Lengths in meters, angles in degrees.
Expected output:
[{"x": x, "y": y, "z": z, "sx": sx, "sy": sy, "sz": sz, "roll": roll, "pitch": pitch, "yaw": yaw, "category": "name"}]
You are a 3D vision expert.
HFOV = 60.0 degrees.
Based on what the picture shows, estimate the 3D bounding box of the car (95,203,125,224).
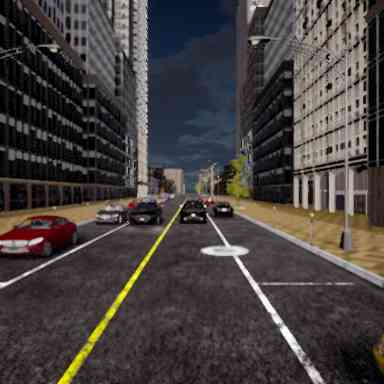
[{"x": -5.694, "y": 1.509, "z": 24.074, "sx": 2.008, "sy": 1.369, "sz": 4.403, "roll": 0, "pitch": 0, "yaw": 0, "category": "car"}]

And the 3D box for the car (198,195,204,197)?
[{"x": 0.090, "y": 1.426, "z": 42.281, "sx": 2.163, "sy": 1.488, "sz": 4.792, "roll": 0, "pitch": 0, "yaw": 0, "category": "car"}]

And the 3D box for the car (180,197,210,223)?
[{"x": 0.094, "y": 1.434, "z": 25.285, "sx": 1.882, "sy": 1.535, "sz": 5.008, "roll": 0, "pitch": 0, "yaw": 0, "category": "car"}]

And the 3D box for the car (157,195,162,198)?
[{"x": -5.699, "y": 1.495, "z": 46.843, "sx": 1.802, "sy": 1.307, "sz": 4.206, "roll": 0, "pitch": 0, "yaw": 0, "category": "car"}]

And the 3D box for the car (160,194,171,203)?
[{"x": -5.702, "y": 1.315, "z": 63.918, "sx": 1.967, "sy": 1.590, "sz": 4.097, "roll": 0, "pitch": 0, "yaw": 0, "category": "car"}]

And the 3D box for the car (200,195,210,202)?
[{"x": 2.677, "y": 1.386, "z": 69.769, "sx": 1.752, "sy": 1.417, "sz": 4.829, "roll": 0, "pitch": 0, "yaw": 0, "category": "car"}]

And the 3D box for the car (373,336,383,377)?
[{"x": 2.692, "y": 1.523, "z": 1.464, "sx": 1.752, "sy": 1.417, "sz": 4.829, "roll": 0, "pitch": 0, "yaw": 0, "category": "car"}]

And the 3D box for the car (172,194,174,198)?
[{"x": -5.705, "y": 1.414, "z": 75.304, "sx": 1.947, "sy": 1.339, "sz": 4.313, "roll": 0, "pitch": 0, "yaw": 0, "category": "car"}]

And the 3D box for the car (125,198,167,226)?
[{"x": -3.088, "y": 1.438, "z": 23.241, "sx": 1.882, "sy": 1.535, "sz": 5.008, "roll": 0, "pitch": 0, "yaw": 0, "category": "car"}]

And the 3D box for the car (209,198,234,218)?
[{"x": 2.686, "y": 1.514, "z": 29.755, "sx": 1.947, "sy": 1.339, "sz": 4.313, "roll": 0, "pitch": 0, "yaw": 0, "category": "car"}]

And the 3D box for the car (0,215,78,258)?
[{"x": -5.691, "y": 1.561, "z": 12.688, "sx": 1.802, "sy": 1.307, "sz": 4.206, "roll": 0, "pitch": 0, "yaw": 0, "category": "car"}]

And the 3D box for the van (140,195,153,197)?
[{"x": -5.697, "y": 1.266, "z": 41.151, "sx": 1.690, "sy": 1.788, "sz": 3.998, "roll": 0, "pitch": 0, "yaw": 0, "category": "van"}]

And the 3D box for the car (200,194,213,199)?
[{"x": 2.681, "y": 1.341, "z": 52.522, "sx": 1.967, "sy": 1.590, "sz": 4.097, "roll": 0, "pitch": 0, "yaw": 0, "category": "car"}]

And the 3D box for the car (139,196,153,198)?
[{"x": -5.696, "y": 1.482, "z": 35.458, "sx": 1.887, "sy": 1.381, "sz": 4.507, "roll": 0, "pitch": 0, "yaw": 0, "category": "car"}]
